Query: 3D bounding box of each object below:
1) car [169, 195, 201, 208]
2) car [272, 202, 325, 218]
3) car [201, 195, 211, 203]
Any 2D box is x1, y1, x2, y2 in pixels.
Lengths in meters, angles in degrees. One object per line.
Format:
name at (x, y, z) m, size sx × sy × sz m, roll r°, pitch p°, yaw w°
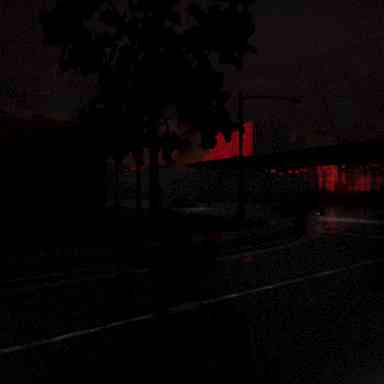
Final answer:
car at (-1.347, 1.470, 46.968) m, size 1.882 × 1.535 × 5.008 m, roll 0°, pitch 0°, yaw -34°
car at (9.685, 1.594, 30.438) m, size 1.895 × 1.301 × 4.718 m, roll 0°, pitch 0°, yaw -34°
car at (1.903, 1.340, 67.392) m, size 2.097 × 1.767 × 4.553 m, roll 0°, pitch 0°, yaw -34°
